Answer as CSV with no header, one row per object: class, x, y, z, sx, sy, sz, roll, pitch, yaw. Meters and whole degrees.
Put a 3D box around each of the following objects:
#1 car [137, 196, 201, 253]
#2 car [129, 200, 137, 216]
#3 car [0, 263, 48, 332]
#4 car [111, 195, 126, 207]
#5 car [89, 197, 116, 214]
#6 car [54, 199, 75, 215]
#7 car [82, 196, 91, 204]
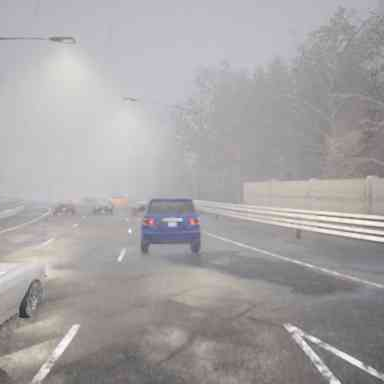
car,-1.001,1.182,13.779,2.150,2.045,5.566,0,0,-7
car,-4.914,1.449,31.824,1.812,1.442,4.674,0,0,-17
car,-3.652,1.596,4.370,1.895,1.301,4.718,0,0,-3
car,-10.758,1.249,47.211,2.097,1.767,4.553,0,0,-24
car,-9.178,1.530,33.829,1.895,1.301,4.718,0,0,-18
car,-12.809,1.465,33.610,1.812,1.442,4.674,0,0,-19
car,-18.970,1.480,61.724,1.895,1.301,4.718,0,0,-33
